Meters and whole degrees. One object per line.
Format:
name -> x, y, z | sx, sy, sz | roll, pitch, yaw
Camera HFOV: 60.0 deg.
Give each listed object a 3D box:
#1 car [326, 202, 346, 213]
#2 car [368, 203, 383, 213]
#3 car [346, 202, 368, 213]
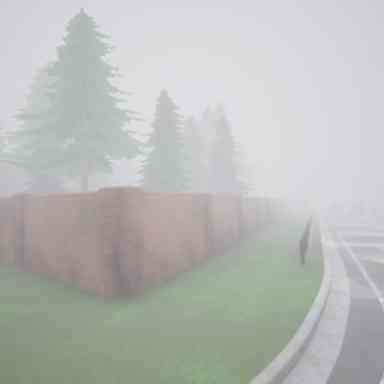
car -> 26.226, 2.834, 60.683 | 2.150, 2.045, 5.566 | -2, -2, 20
car -> 33.010, 3.009, 58.829 | 1.994, 1.385, 4.181 | -2, -2, 20
car -> 29.766, 2.764, 60.168 | 2.150, 2.045, 5.566 | -2, -2, 20
